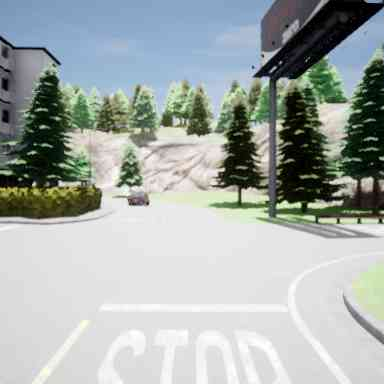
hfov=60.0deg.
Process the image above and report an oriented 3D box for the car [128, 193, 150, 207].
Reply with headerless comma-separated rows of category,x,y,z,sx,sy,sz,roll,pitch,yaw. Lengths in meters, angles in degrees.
car,-5.863,0.827,36.529,1.994,1.385,4.181,0,1,-18
